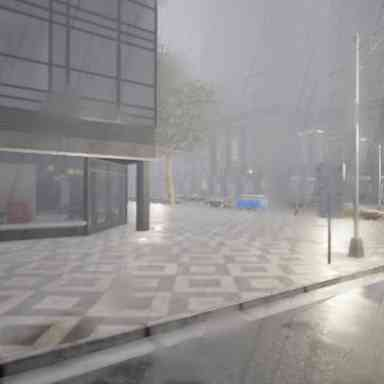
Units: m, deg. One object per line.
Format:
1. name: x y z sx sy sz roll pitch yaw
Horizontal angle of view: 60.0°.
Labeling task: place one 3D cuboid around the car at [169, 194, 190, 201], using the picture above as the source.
1. car: -2.471 1.066 64.617 2.008 1.369 4.403 1 0 -35

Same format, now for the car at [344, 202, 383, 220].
1. car: 13.310 1.517 27.408 1.752 1.417 4.829 1 0 -35

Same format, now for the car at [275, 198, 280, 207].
1. car: 10.471 1.380 46.246 1.887 1.381 4.507 1 0 -35

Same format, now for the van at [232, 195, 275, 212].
1. van: 6.743 1.209 36.737 1.690 1.788 3.998 1 0 -35

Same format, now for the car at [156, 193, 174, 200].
1. car: -5.707 1.017 69.209 1.802 1.307 4.206 1 0 -35

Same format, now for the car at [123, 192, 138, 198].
1. car: -15.411 0.743 82.983 1.887 1.381 4.507 1 0 -35

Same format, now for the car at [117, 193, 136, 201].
1. car: -12.672 0.948 64.294 2.008 1.369 4.403 1 0 -35

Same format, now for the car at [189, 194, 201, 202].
1. car: 0.766 1.037 60.025 1.967 1.590 4.097 1 0 -35

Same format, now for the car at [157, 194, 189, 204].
1. car: -2.868 1.169 50.379 1.752 1.417 4.829 1 0 -35

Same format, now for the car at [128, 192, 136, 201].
1. car: -9.437 1.028 59.702 2.008 1.369 4.403 1 0 -35

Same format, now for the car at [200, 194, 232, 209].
1. car: 3.505 1.349 41.329 2.008 1.369 4.403 1 0 -35

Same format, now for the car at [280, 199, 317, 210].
1. car: 13.704 1.472 41.654 1.947 1.339 4.313 1 0 -35

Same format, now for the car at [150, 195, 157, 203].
1. car: -6.201 1.110 55.110 2.008 1.369 4.403 1 0 -35
